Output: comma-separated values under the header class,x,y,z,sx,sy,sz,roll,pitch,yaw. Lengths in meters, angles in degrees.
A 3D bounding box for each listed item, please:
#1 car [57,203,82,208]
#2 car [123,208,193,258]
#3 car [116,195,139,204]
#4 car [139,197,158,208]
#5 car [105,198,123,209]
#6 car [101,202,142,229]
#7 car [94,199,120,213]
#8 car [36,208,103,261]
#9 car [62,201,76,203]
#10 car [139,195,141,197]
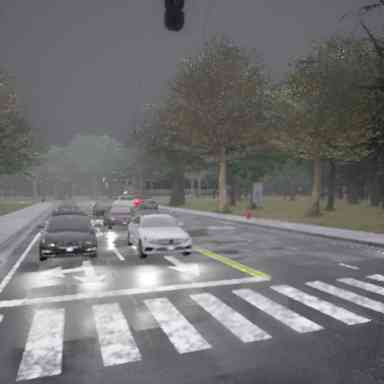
class,x,y,z,sx,sy,sz,roll,pitch,yaw
car,-8.105,1.674,21.963,1.994,1.385,4.181,0,0,-20
car,-1.443,1.604,13.350,1.812,1.442,4.674,0,0,-19
car,-8.807,1.467,42.963,2.150,2.045,5.566,0,0,-20
car,-5.825,1.757,44.255,2.128,1.511,4.902,0,0,-20
car,-12.437,1.775,52.595,2.128,1.511,4.902,0,0,-20
car,-4.939,1.654,22.761,1.812,1.442,4.674,0,0,-20
car,-8.541,1.658,32.519,1.882,1.535,5.008,0,0,-20
car,-4.682,1.565,12.730,1.837,1.490,4.892,0,0,-20
car,-11.666,1.666,31.582,1.837,1.490,4.892,0,0,-20
car,-9.399,1.525,53.754,2.150,2.045,5.566,0,0,-20
